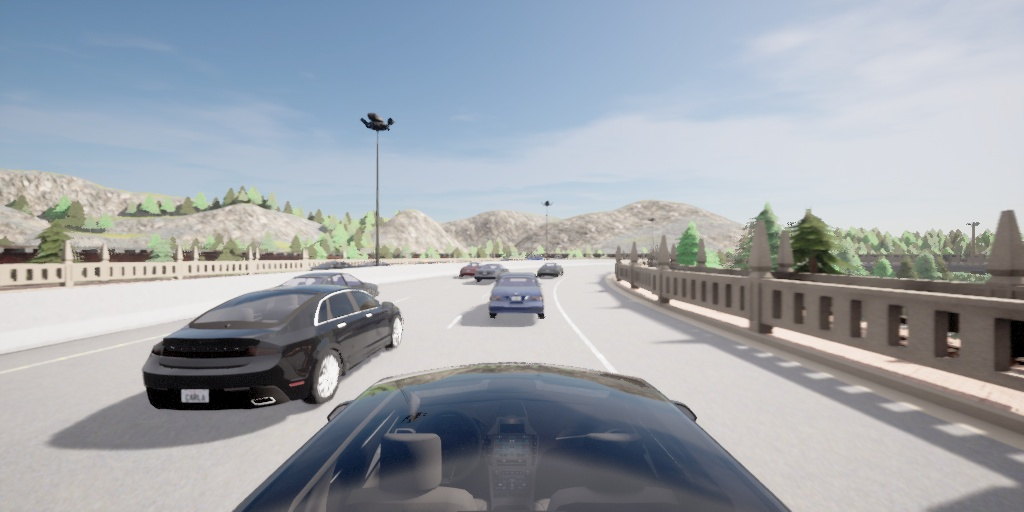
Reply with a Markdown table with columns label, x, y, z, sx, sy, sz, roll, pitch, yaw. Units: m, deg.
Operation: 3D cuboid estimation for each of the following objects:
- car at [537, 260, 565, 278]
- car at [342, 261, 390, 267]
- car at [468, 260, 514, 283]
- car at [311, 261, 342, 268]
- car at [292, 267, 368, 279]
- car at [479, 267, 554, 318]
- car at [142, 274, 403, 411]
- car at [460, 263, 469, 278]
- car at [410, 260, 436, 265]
| label | x | y | z | sx | sy | sz | roll | pitch | yaw |
| --- | --- | --- | --- | --- | --- | --- | --- | --- | --- |
| car | 3.786 | 1.316 | 34.300 | 1.994 | 1.385 | 4.181 | 0 | 0 | 16 |
| car | -14.093 | 1.244 | 35.861 | 2.128 | 1.511 | 4.902 | 0 | 0 | 15 |
| car | -1.437 | 1.299 | 28.179 | 2.033 | 1.411 | 5.357 | 0 | 0 | 12 |
| car | -17.801 | 1.258 | 35.542 | 1.837 | 1.490 | 4.892 | 0 | 0 | 15 |
| car | -6.762 | 1.298 | 13.186 | 2.033 | 1.411 | 5.357 | 0 | 0 | 2 |
| car | 0.234 | 1.298 | 13.056 | 2.033 | 1.411 | 5.357 | 0 | 0 | 2 |
| car | -3.390 | 1.255 | 6.274 | 1.837 | 1.490 | 4.892 | 0 | 0 | 0 |
| car | -3.450 | 1.316 | 34.418 | 1.994 | 1.385 | 4.181 | 0 | 0 | 15 |
| car | -9.701 | 1.230 | 38.710 | 1.882 | 1.535 | 5.008 | 0 | 0 | 18 |
